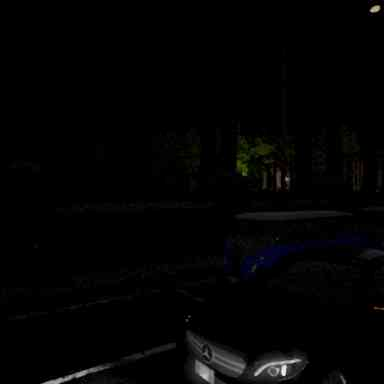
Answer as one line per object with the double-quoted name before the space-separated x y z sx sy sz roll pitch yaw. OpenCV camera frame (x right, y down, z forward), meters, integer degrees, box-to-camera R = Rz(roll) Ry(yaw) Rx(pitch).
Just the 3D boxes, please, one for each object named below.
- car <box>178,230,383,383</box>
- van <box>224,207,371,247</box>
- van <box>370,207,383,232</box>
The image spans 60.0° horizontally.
"car" 2.015 1.544 4.689 4.674 1.442 1.812 0 0 -36
"van" 2.576 1.371 8.369 3.998 1.788 1.690 0 0 -35
"van" 7.182 1.394 11.654 3.998 1.788 1.690 0 0 -35
